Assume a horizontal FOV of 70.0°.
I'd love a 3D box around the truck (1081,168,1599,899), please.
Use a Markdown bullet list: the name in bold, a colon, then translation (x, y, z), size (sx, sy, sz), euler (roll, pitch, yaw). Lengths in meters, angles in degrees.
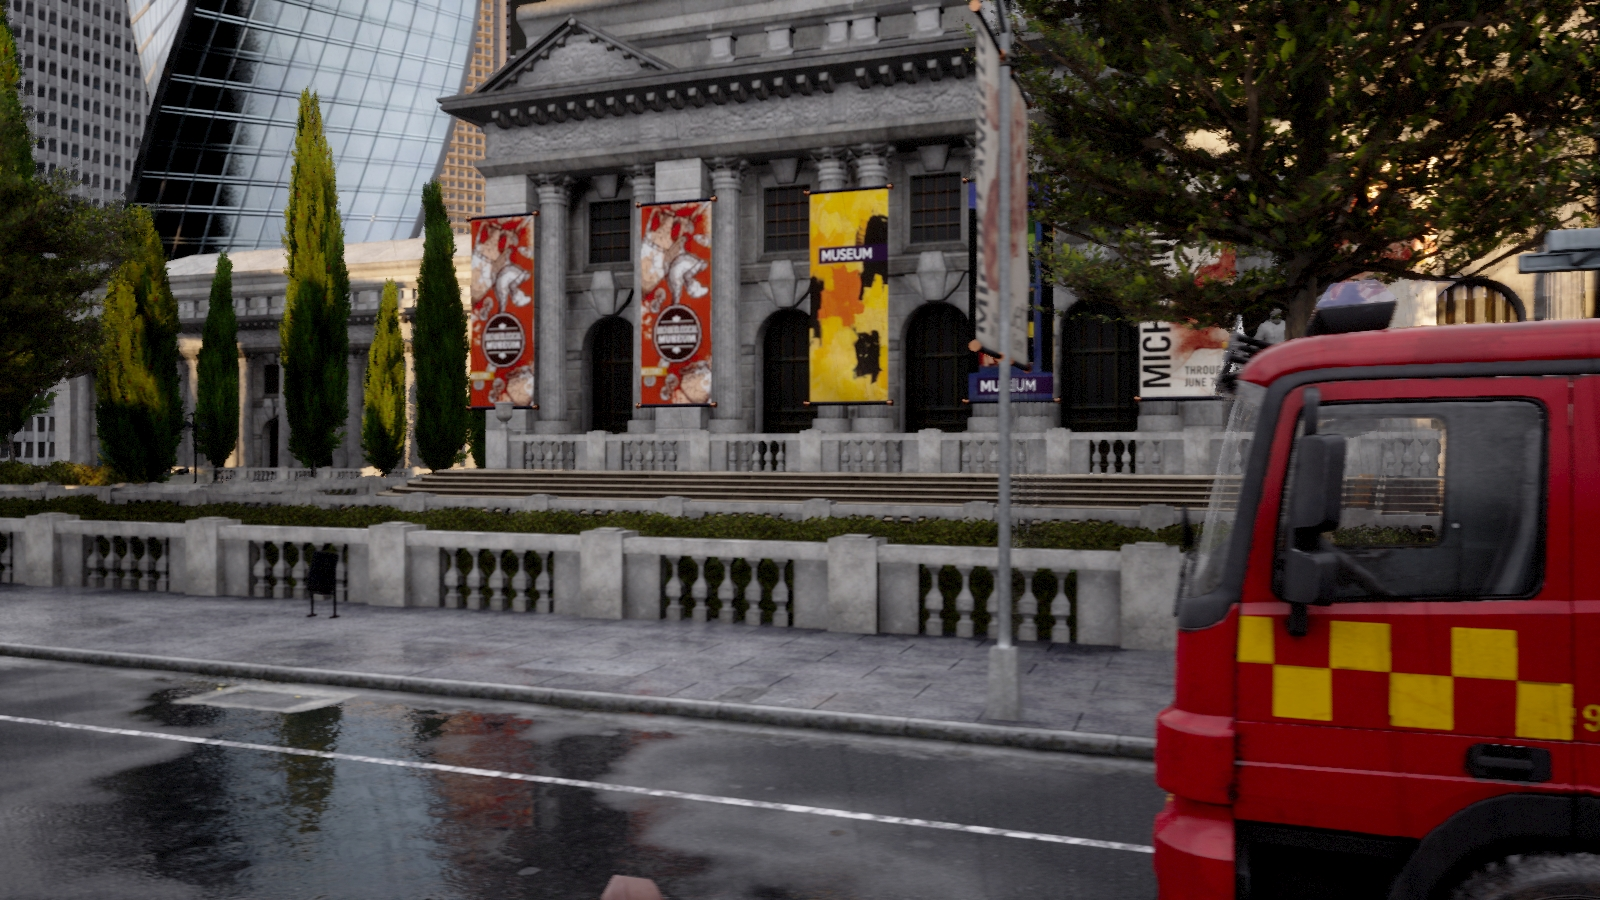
- **truck**: translation (5.658, 0.893, 4.590), size (8.468, 3.827, 2.891), euler (0, 0, 22)
